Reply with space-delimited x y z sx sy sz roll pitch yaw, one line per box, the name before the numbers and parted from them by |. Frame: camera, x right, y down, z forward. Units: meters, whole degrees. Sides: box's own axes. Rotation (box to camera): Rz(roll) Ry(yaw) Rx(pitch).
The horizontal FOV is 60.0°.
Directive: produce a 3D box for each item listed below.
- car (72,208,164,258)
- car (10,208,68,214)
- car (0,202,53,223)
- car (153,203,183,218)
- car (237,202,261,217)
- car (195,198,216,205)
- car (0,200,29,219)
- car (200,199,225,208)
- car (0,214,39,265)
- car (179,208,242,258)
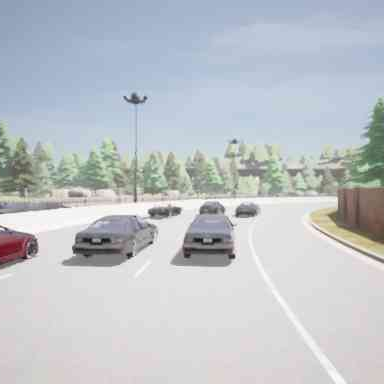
car | -2.727 1.584 13.009 2.033 1.411 5.357 0 0 7
car | -11.350 1.548 25.606 1.882 1.535 5.008 0 0 14
car | -14.377 1.625 28.136 2.033 1.411 5.357 0 0 14
car | -2.400 1.687 31.312 1.895 1.301 4.718 0 0 17
car | 5.628 1.655 33.108 1.994 1.385 4.181 0 0 20
car | 2.732 1.779 65.027 1.895 1.301 4.718 0 0 36
car | -17.419 1.575 30.111 2.128 1.511 4.902 0 0 15
car | 2.098 1.618 33.649 1.812 1.442 4.674 0 0 19
car | -6.477 1.592 10.019 1.994 1.385 4.181 0 0 4
car | 0.786 1.584 13.008 2.033 1.411 5.357 0 0 7
